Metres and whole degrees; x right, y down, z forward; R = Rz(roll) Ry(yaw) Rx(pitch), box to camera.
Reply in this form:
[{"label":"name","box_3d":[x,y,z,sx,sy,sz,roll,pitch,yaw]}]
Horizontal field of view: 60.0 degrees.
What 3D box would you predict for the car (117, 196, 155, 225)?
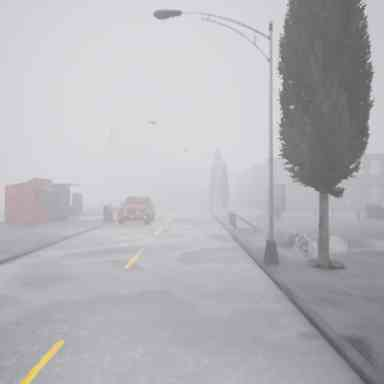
[{"label":"car","box_3d":[-4.069,1.298,25.158,2.150,2.045,5.566,0,0,0]}]
